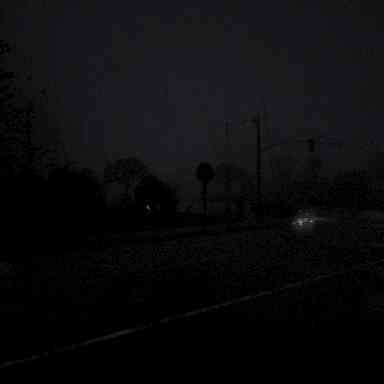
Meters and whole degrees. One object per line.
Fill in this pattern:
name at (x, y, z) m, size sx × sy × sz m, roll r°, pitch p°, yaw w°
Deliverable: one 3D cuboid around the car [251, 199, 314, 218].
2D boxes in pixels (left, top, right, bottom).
car at (7.031, 1.248, 26.599) m, size 2.033 × 1.411 × 5.357 m, roll -1°, pitch 1°, yaw -32°
